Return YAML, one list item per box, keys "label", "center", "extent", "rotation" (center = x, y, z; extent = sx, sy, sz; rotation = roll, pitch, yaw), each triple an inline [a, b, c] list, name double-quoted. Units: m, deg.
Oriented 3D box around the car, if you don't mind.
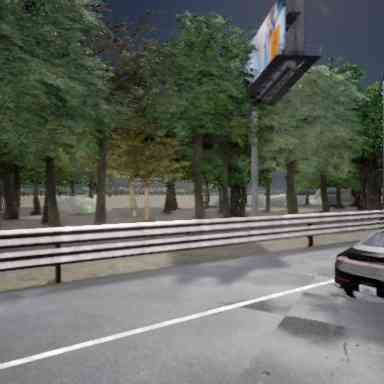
- label: "car"
  center: [5.095, 1.515, 7.221]
  extent: [4.902, 1.511, 2.128]
  rotation: [0, 0, -34]
